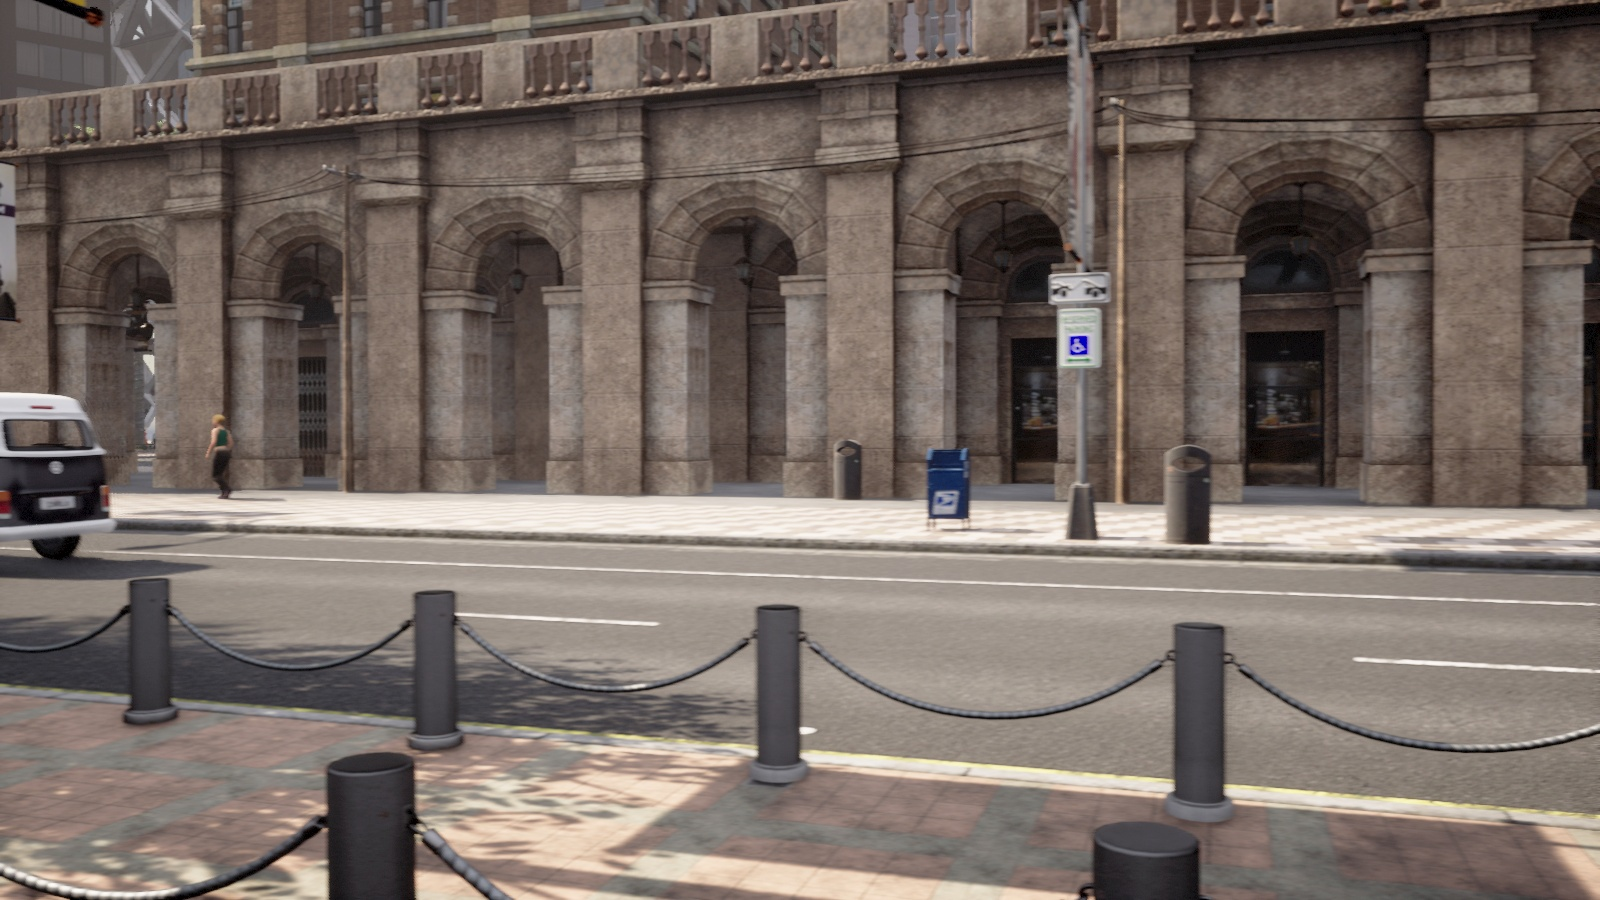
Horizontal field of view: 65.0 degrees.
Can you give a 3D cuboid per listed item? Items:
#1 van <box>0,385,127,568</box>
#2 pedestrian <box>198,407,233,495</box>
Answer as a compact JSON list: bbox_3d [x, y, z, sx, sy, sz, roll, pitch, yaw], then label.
[{"bbox_3d":[-10.780,0.265,15.256,4.480,2.038,2.069,1,1,19],"label":"van"},{"bbox_3d":[-12.255,0.015,26.329,0.594,1.836,0.345,1,1,18],"label":"pedestrian"}]
